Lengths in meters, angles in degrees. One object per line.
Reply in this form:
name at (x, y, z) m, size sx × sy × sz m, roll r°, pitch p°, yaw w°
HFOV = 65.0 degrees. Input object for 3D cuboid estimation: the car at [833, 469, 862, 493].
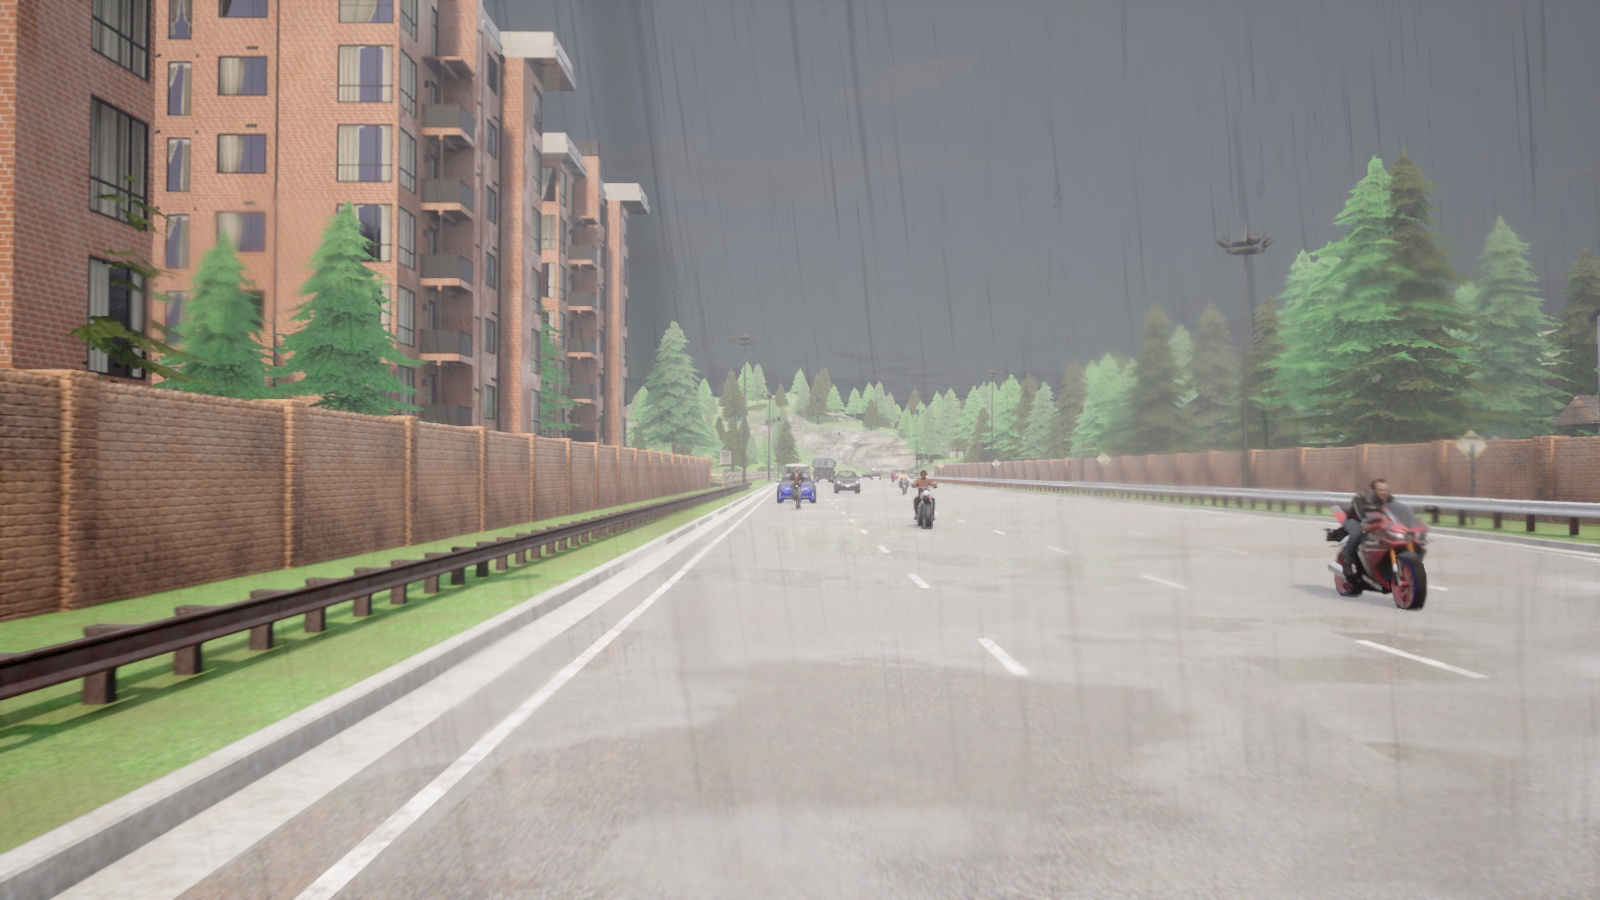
car at (3.289, 2.147, 86.923) m, size 1.851 × 1.617 × 3.988 m, roll 0°, pitch -1°, yaw 0°

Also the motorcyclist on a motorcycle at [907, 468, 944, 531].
motorcyclist on a motorcycle at (3.416, 1.323, 34.311) m, size 0.766 × 1.649 × 2.350 m, roll 0°, pitch -1°, yaw 0°

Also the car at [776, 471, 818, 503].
car at (-0.150, 1.794, 61.927) m, size 2.007 × 1.525 × 4.514 m, roll 0°, pitch -1°, yaw 0°

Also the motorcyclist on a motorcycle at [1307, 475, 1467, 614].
motorcyclist on a motorcycle at (6.963, 1.072, 15.039) m, size 0.866 × 1.530 × 2.191 m, roll 0°, pitch -1°, yaw 0°

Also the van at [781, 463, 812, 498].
van at (-0.182, 1.809, 74.414) m, size 1.775 × 1.987 × 4.442 m, roll 0°, pitch -1°, yaw 0°
